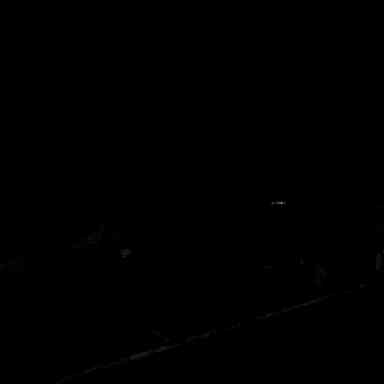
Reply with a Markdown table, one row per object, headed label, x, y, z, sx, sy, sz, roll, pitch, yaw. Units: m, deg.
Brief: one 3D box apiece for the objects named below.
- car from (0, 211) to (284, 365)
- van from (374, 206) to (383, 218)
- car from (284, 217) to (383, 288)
| label | x | y | z | sx | sy | sz | roll | pitch | yaw |
| --- | --- | --- | --- | --- | --- | --- | --- | --- | --- |
| car | -0.904 | 1.323 | 6.003 | 5.009 | 1.841 | 2.192 | 0 | 0 | -35 |
| van | 8.289 | 1.381 | 12.530 | 3.998 | 1.788 | 1.690 | 0 | 0 | -35 |
| car | 3.692 | 1.569 | 9.265 | 4.507 | 1.381 | 1.887 | 0 | 0 | -35 |
